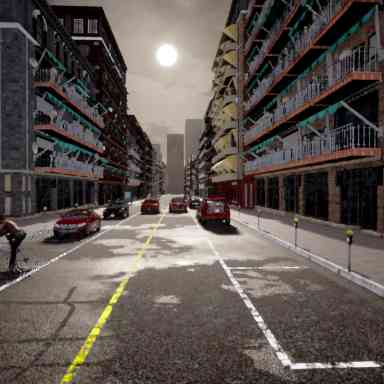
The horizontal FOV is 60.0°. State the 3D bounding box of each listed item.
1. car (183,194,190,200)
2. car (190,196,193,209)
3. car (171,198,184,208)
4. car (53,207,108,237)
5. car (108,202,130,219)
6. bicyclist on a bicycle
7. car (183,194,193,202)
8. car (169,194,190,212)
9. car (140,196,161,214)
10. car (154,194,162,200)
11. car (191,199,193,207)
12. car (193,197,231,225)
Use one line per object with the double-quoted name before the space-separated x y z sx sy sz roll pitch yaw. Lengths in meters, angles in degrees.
"car" -1.558 1.468 91.636 1.967 1.590 4.097 -1 0 -3
"car" 0.476 1.568 46.367 1.947 1.339 4.313 -1 0 -3
"car" -2.145 1.605 49.464 1.895 1.301 4.718 0 0 -2
"car" -6.086 1.579 18.095 1.802 1.307 4.206 -1 0 -3
"car" -6.603 1.564 29.386 1.947 1.339 4.313 -1 0 -3
"bicyclist on a bicycle" -5.153 1.452 9.311 1.656 1.620 0.582 -2 0 -3
"car" -1.057 1.335 80.319 2.192 1.841 5.009 -1 0 -3
"car" -1.666 1.352 39.702 2.097 1.767 4.553 0 0 -2
"car" -4.413 1.477 35.649 1.882 1.535 5.008 0 0 -3
"car" -9.444 1.468 91.485 1.967 1.590 4.097 -1 0 -3
"car" 1.252 1.549 29.392 2.008 1.369 4.403 -1 0 -3
"car" 1.508 1.313 23.734 2.192 1.841 5.009 -1 0 -3
